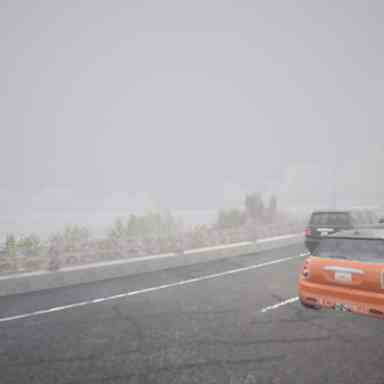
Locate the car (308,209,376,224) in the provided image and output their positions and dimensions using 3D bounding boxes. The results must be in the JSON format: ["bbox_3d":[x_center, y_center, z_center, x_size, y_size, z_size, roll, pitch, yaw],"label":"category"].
[{"bbox_3d":[7.103,1.767,14.885,5.566,2.045,2.150,1,-4,-45],"label":"car"}]

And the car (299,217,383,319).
[{"bbox_3d":[4.411,1.616,7.623,4.553,1.767,2.097,1,-4,-42],"label":"car"}]
